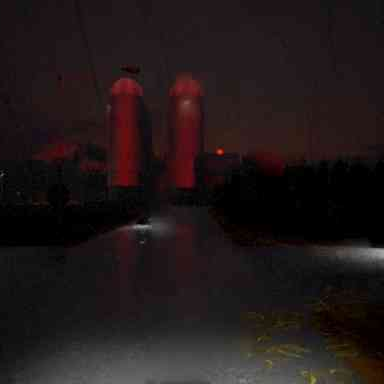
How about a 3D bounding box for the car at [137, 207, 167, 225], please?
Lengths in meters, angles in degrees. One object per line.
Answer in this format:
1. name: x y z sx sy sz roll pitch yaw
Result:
1. car: -3.095 1.875 26.599 1.994 1.385 4.181 0 0 0
